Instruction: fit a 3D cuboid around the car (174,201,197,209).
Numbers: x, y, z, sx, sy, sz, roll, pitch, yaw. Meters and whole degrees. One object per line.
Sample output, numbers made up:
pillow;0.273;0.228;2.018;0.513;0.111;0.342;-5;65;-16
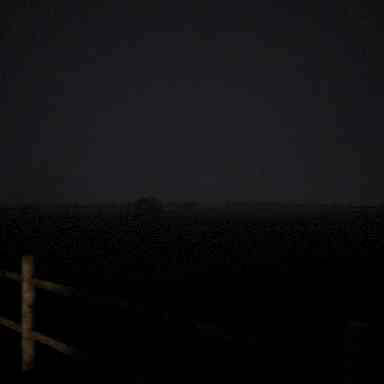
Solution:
car;-1.197;2.335;60.691;1.895;1.301;4.718;-1;-1;35
